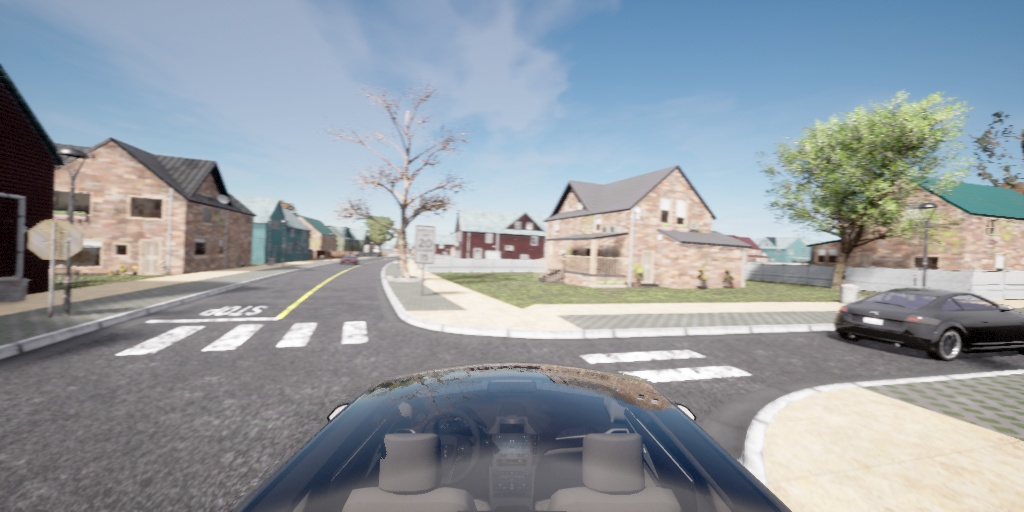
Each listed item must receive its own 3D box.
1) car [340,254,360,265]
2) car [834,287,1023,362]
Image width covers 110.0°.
[{"bbox_3d":[-21.308,0.440,47.265,1.994,1.385,4.181,3,0,-17],"label":"car"},{"bbox_3d":[10.016,1.466,8.452,4.181,1.385,1.994,1,1,-13],"label":"car"}]
